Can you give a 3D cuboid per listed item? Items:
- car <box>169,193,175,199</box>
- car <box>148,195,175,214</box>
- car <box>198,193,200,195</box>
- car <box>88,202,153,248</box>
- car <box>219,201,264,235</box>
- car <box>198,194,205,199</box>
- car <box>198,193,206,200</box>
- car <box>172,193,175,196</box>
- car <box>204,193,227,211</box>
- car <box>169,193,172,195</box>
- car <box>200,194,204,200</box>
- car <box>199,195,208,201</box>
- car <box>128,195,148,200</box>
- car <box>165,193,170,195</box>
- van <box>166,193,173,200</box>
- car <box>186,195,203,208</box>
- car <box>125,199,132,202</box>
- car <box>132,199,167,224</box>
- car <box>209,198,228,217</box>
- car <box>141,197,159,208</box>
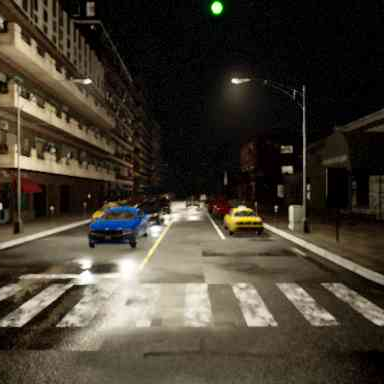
[{"bbox_3d":[-5.692,1.155,95.410,1.690,1.788,3.998,0,0,0],"label":"car"},{"bbox_3d":[-3.079,1.408,34.179,1.837,1.490,4.892,0,0,0],"label":"car"},{"bbox_3d":[0.044,1.396,54.784,2.033,1.411,5.357,0,0,0],"label":"car"},{"bbox_3d":[-3.103,1.433,14.833,1.882,1.535,5.008,0,0,0],"label":"car"},{"bbox_3d":[2.689,1.452,18.137,1.752,1.417,4.829,0,0,0],"label":"car"},{"bbox_3d":[2.689,1.310,95.686,1.752,1.417,4.829,0,0,0],"label":"car"},{"bbox_3d":[2.689,1.104,89.976,2.192,1.841,5.009,0,0,0],"label":"car"},{"bbox_3d":[-5.692,1.144,78.898,2.192,1.841,5.009,0,0,0],"label":"car"},{"bbox_3d":[2.689,1.198,34.584,2.192,1.841,5.009,0,0,0],"label":"car"},{"bbox_3d":[-5.692,1.285,67.819,1.967,1.590,4.097,0,0,0],"label":"car"},{"bbox_3d":[2.689,1.397,51.202,2.008,1.369,4.403,0,0,0],"label":"car"},{"bbox_3d":[2.688,1.352,78.898,2.008,1.369,4.403,0,0,0],"label":"car"},{"bbox_3d":[-5.691,1.226,34.583,2.192,1.841,5.009,0,0,0],"label":"car"},{"bbox_3d":[-5.692,1.399,62.281,1.887,1.381,4.507,0,0,0],"label":"car"},{"bbox_3d":[-5.692,1.163,84.438,1.690,1.788,3.998,0,0,0],"label":"van"},{"bbox_3d":[0.095,1.470,44.576,1.895,1.301,4.718,0,0,0],"label":"car"},{"bbox_3d":[-5.692,1.465,23.335,1.752,1.417,4.829,0,0,0],"label":"car"},{"bbox_3d":[-3.085,1.455,24.111,1.812,1.442,4.674,0,0,0],"label":"car"},{"bbox_3d":[2.689,1.479,29.045,1.802,1.307,4.206,0,0,0],"label":"car"},{"bbox_3d":[-5.692,1.436,45.662,2.008,1.369,4.403,0,0,0],"label":"car"}]
